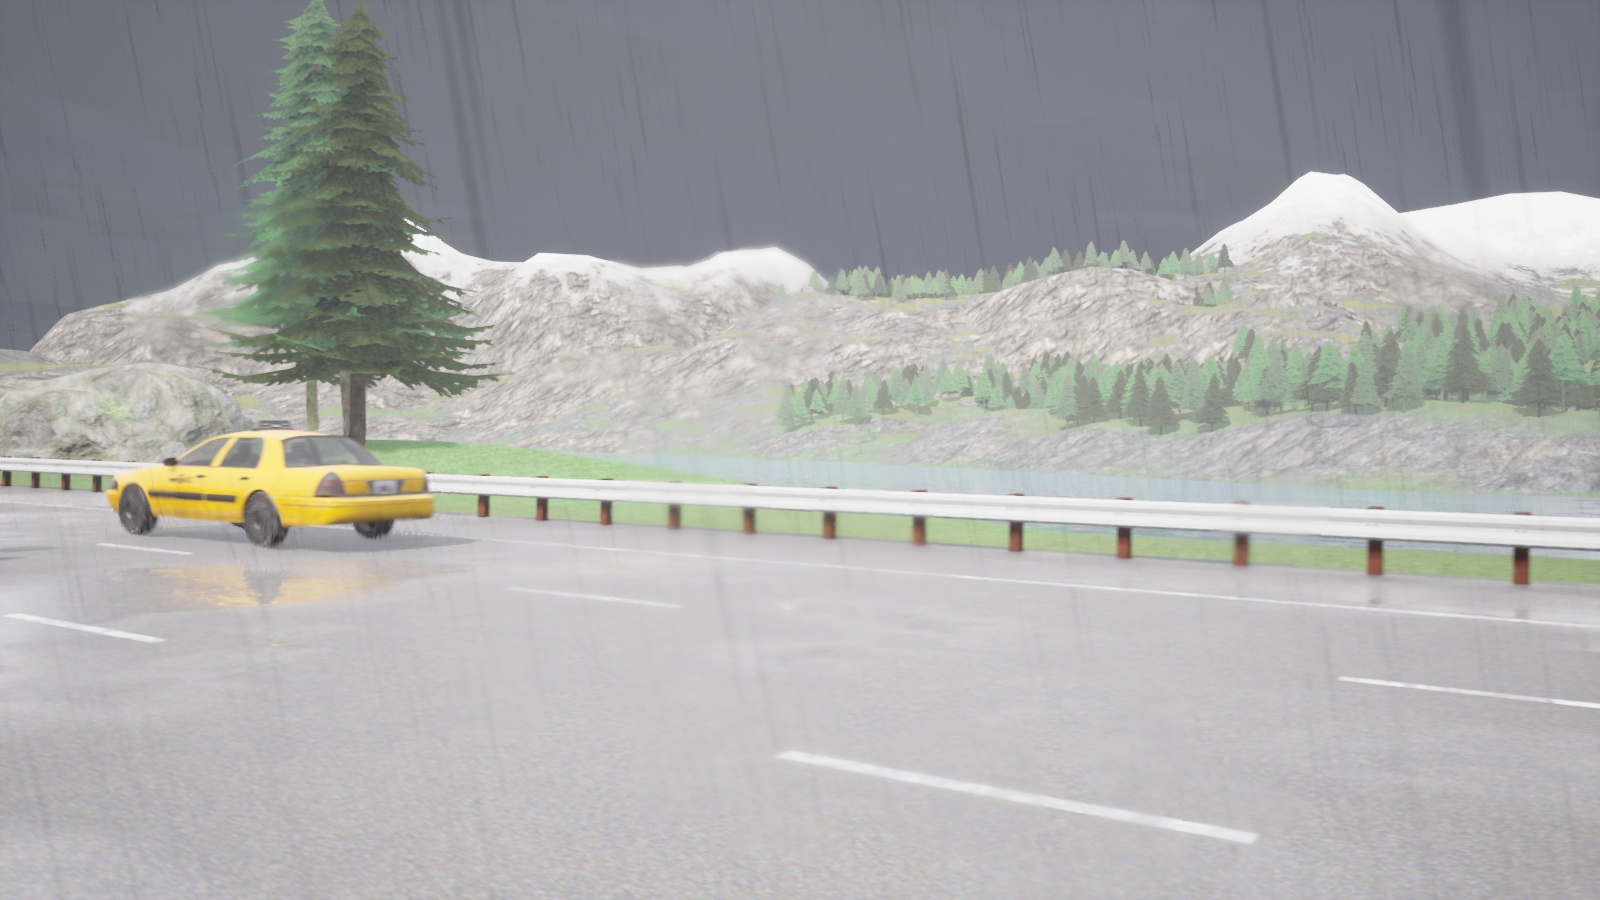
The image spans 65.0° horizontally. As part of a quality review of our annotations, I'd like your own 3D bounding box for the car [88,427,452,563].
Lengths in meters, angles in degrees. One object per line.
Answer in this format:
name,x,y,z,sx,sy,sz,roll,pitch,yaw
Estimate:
car,-7.193,0.506,16.805,5.366,1.575,1.801,0,1,34
